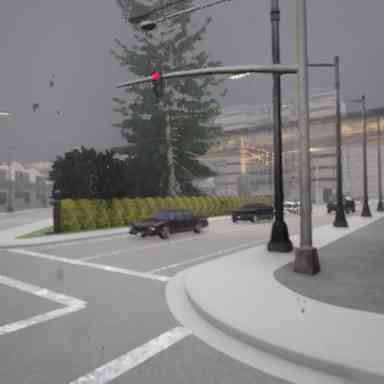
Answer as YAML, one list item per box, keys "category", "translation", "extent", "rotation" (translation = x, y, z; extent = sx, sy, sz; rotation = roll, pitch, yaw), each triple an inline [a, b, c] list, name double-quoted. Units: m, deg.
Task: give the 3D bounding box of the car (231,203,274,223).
- category: "car"
  translation: [5.024, 1.666, 27.341]
  extent: [1.882, 1.535, 5.008]
  rotation: [-2, -1, 36]

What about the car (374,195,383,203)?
- category: "car"
  translation: [36.741, 1.542, 64.123]
  extent: [2.038, 1.542, 4.974]
  rotation: [-1, -1, 16]

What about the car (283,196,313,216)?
- category: "car"
  translation: [11.327, 1.407, 36.005]
  extent: [2.150, 2.045, 5.566]
  rotation: [-2, -1, 36]

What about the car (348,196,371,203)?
- category: "car"
  translation: [33.596, 1.473, 66.839]
  extent: [4.536, 1.218, 1.853]
  rotation: [-1, -1, -29]

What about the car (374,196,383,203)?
- category: "car"
  translation: [36.752, 1.385, 64.175]
  extent: [1.853, 1.218, 4.536]
  rotation: [-1, -1, 16]

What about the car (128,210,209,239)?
- category: "car"
  translation: [-1.100, 1.738, 18.896]
  extent: [2.033, 1.411, 5.357]
  rotation: [-2, -1, 36]

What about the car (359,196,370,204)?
- category: "car"
  translation: [33.553, 1.631, 66.812]
  extent: [4.974, 1.542, 2.038]
  rotation: [-1, -1, -29]

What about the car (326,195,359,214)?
- category: "car"
  translation: [16.533, 1.327, 36.952]
  extent: [2.150, 2.045, 5.566]
  rotation: [-2, -1, 35]
